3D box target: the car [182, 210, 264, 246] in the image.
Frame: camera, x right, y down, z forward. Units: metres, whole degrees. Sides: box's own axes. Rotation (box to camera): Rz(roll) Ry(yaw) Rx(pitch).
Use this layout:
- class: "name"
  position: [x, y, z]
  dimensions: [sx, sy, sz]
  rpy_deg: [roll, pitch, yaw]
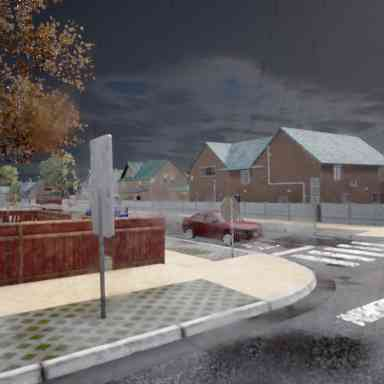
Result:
- class: "car"
  position: [1.438, 1.719, 17.131]
  dimensions: [1.882, 1.535, 5.008]
  rpy_deg: [-2, 0, -36]

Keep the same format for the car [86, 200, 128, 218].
- class: "car"
  position: [-7.790, 1.730, 29.913]
  dimensions: [2.150, 2.045, 5.566]
  rpy_deg: [-2, 0, -36]

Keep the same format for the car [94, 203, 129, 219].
- class: "car"
  position: [-8.893, 1.999, 36.494]
  dimensions: [1.882, 1.535, 5.008]
  rpy_deg: [-2, 0, -36]

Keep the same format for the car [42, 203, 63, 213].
- class: "car"
  position: [-19.423, 2.322, 46.221]
  dimensions: [1.882, 1.535, 5.008]
  rpy_deg: [-2, 0, -36]
